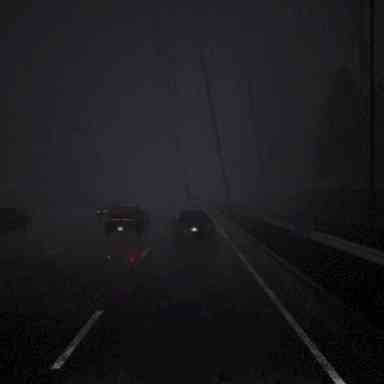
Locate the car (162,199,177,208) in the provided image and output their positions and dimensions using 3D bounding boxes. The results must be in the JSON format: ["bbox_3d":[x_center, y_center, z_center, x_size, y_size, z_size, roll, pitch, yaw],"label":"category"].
[{"bbox_3d":[-3.421,1.684,51.005,1.994,1.385,4.181,0,0,0],"label":"car"}]

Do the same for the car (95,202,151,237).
[{"bbox_3d":[-3.406,1.535,18.240,2.128,1.511,4.902,0,0,0],"label":"car"}]

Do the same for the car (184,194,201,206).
[{"bbox_3d":[0.084,1.338,48.612,2.150,2.045,5.566,0,0,0],"label":"car"}]

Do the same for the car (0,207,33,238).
[{"bbox_3d":[-10.408,1.547,17.885,1.837,1.490,4.892,0,0,0],"label":"car"}]

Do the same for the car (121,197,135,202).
[{"bbox_3d":[-10.419,1.602,53.316,1.882,1.535,5.008,0,0,0],"label":"car"}]

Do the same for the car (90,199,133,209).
[{"bbox_3d":[-6.911,1.616,29.075,2.033,1.411,5.357,0,0,0],"label":"car"}]

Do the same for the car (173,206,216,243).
[{"bbox_3d":[0.095,1.603,16.454,1.994,1.385,4.181,0,0,0],"label":"car"}]

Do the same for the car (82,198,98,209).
[{"bbox_3d":[-13.916,1.614,46.471,1.837,1.490,4.892,0,0,0],"label":"car"}]
